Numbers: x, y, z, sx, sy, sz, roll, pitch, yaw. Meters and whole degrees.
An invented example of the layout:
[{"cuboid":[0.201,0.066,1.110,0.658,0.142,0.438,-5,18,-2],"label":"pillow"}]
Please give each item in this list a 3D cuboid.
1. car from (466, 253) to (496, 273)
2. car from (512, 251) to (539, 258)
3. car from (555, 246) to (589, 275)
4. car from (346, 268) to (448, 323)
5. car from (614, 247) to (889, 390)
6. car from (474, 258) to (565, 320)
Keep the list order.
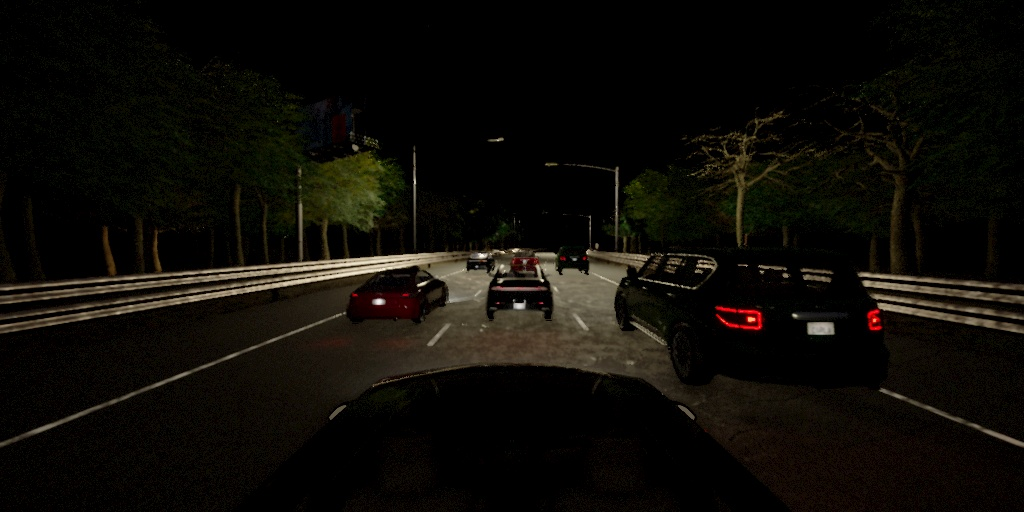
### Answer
[{"cuboid":[-2.408,0.512,28.654,2.128,1.511,4.902,0,2,4],"label":"car"},{"cuboid":[1.074,0.385,28.269,2.097,1.767,4.553,0,2,4],"label":"car"},{"cuboid":[4.515,0.278,27.414,2.150,2.045,5.566,0,1,4],"label":"car"},{"cuboid":[-3.261,1.061,10.960,1.994,1.385,4.181,0,2,2],"label":"car"},{"cuboid":[3.614,0.837,6.789,2.150,2.045,5.566,0,2,2],"label":"car"},{"cuboid":[0.255,0.979,11.391,2.128,1.511,4.902,0,2,2],"label":"car"}]
